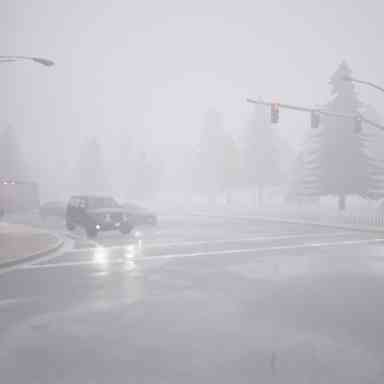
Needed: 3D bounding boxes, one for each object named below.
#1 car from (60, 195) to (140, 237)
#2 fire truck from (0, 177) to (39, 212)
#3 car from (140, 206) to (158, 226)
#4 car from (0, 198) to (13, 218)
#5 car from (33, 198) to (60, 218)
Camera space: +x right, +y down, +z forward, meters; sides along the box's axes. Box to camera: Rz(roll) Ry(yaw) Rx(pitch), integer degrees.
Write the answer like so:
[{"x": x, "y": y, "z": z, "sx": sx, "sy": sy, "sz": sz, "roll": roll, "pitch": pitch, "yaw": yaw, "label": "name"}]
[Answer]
[{"x": -5.298, "y": 1.224, "z": 18.494, "sx": 2.150, "sy": 2.045, "sz": 5.566, "roll": 0, "pitch": 0, "yaw": -37, "label": "car"}, {"x": -21.388, "y": 0.344, "z": 37.274, "sx": 8.468, "sy": 3.827, "sz": 2.891, "roll": 0, "pitch": 0, "yaw": 21, "label": "fire truck"}, {"x": -4.390, "y": 1.505, "z": 22.772, "sx": 5.008, "sy": 1.535, "sz": 1.882, "roll": 0, "pitch": 0, "yaw": 45, "label": "car"}, {"x": -18.330, "y": 1.458, "z": 28.710, "sx": 5.008, "sy": 1.535, "sz": 1.882, "roll": 0, "pitch": -1, "yaw": 23, "label": "car"}, {"x": -11.299, "y": 1.542, "z": 28.671, "sx": 4.674, "sy": 1.442, "sz": 1.812, "roll": 0, "pitch": 0, "yaw": 33, "label": "car"}]
